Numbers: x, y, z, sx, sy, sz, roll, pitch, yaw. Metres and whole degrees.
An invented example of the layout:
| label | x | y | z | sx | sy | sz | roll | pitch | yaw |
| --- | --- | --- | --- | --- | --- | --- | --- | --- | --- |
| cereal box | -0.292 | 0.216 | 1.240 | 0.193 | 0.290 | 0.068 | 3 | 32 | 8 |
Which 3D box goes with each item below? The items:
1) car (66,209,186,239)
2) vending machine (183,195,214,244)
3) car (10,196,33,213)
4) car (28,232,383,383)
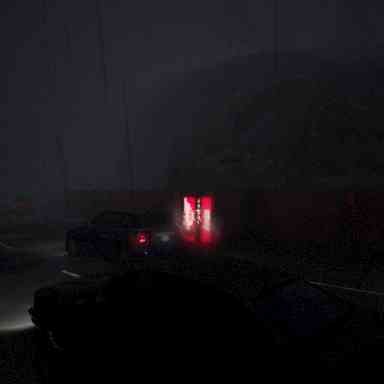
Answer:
| label | x | y | z | sx | sy | sz | roll | pitch | yaw |
| --- | --- | --- | --- | --- | --- | --- | --- | --- | --- |
| car | -2.303 | 1.351 | 10.985 | 4.553 | 1.767 | 2.097 | 0 | 0 | 43 |
| vending machine | 0.287 | 1.195 | 15.033 | 1.100 | 2.100 | 0.880 | 0 | 0 | -45 |
| car | -19.077 | 1.352 | 37.275 | 2.097 | 1.767 | 4.553 | 0 | 0 | -26 |
| car | 0.005 | 1.547 | 4.148 | 5.357 | 1.411 | 2.033 | 0 | 0 | 40 |
